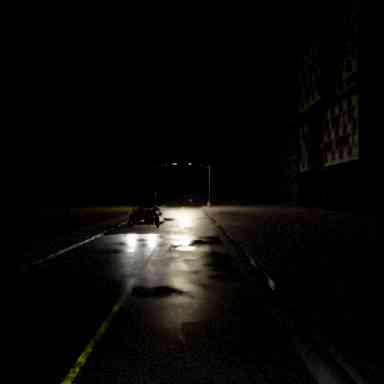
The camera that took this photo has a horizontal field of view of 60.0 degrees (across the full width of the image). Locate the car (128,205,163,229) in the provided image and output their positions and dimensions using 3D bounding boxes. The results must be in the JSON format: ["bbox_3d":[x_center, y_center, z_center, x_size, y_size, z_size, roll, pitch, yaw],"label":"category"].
[{"bbox_3d":[-3.047,1.608,22.511,1.994,1.385,4.181,0,-1,0],"label":"car"}]

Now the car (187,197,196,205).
[{"bbox_3d":[-0.164,2.091,78.157,2.150,2.045,5.566,0,-1,0],"label":"car"}]
